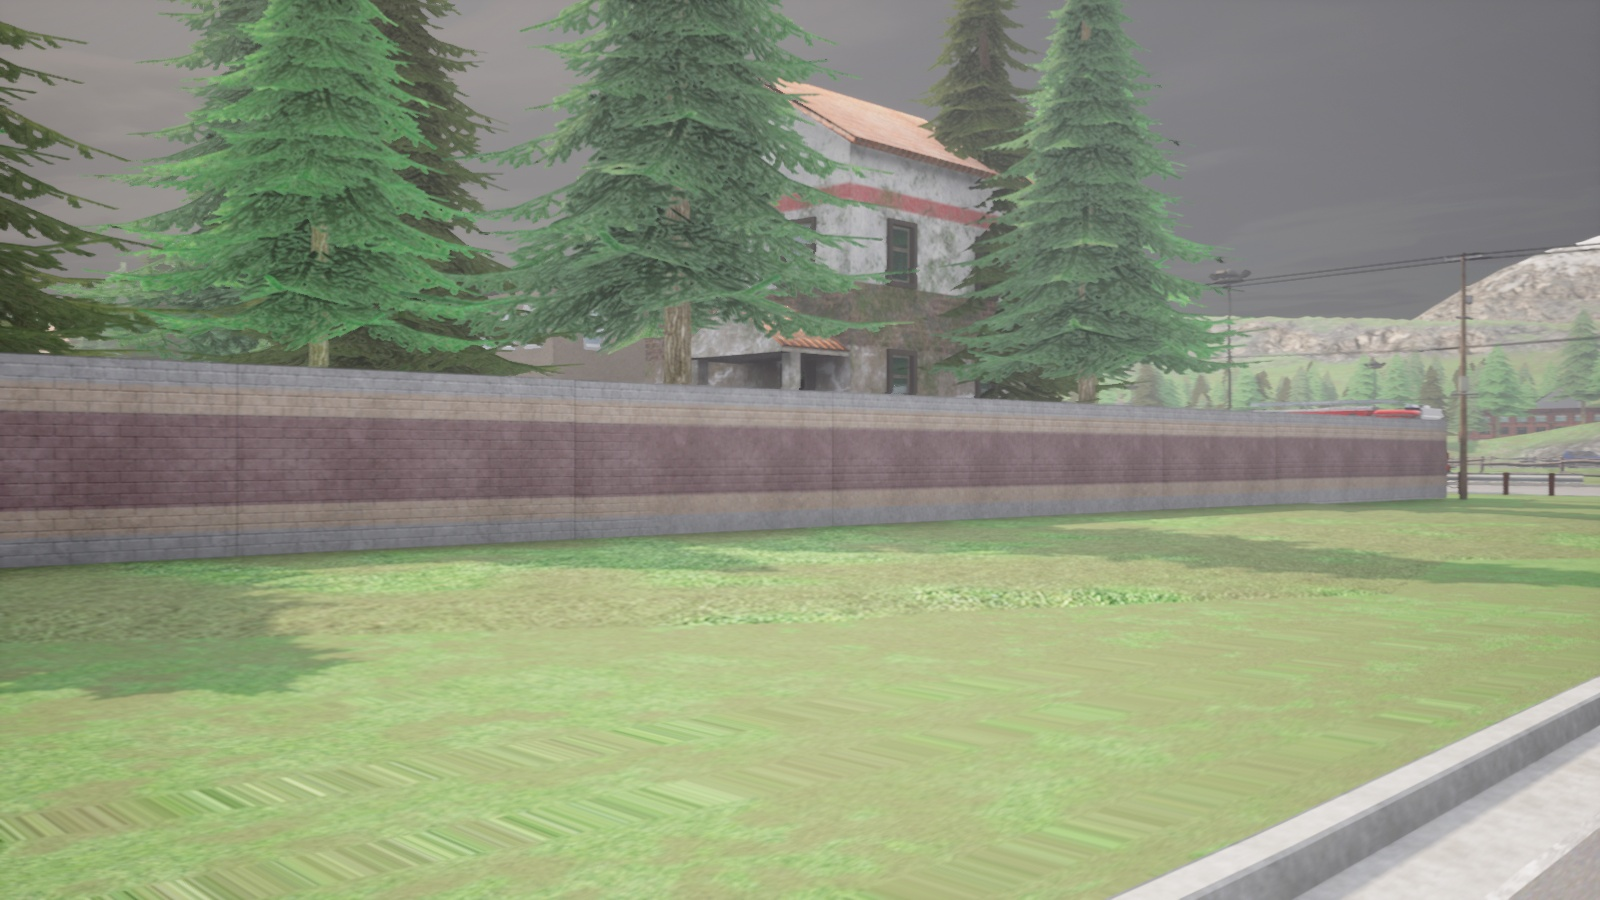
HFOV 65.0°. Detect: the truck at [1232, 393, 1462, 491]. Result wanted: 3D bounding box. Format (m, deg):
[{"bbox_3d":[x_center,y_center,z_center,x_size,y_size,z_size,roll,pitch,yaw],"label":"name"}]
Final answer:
[{"bbox_3d":[23.112,-0.295,53.457,8.468,3.827,2.891,0,0,44],"label":"truck"}]
